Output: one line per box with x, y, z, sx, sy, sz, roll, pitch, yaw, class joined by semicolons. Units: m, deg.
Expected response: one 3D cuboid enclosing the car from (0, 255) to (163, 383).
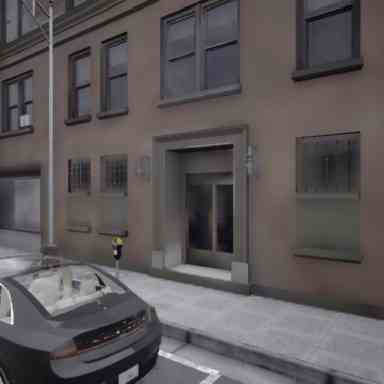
-2.392;1.550;4.516;4.403;1.369;2.008;0;0;36;car
